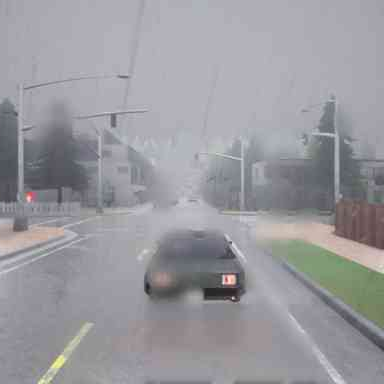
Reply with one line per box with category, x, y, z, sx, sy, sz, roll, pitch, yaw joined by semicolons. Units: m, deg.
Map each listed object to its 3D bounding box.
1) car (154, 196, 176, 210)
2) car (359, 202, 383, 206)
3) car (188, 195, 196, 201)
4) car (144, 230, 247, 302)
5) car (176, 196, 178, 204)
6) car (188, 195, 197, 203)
car;-3.572;1.352;41.988;2.097;1.767;4.553;0;0;0
car;15.317;1.582;29.258;4.718;1.301;1.895;0;0;-8
car;0.051;1.478;81.469;1.882;1.535;5.008;0;0;0
car;0.073;1.601;8.202;1.895;1.301;4.718;0;0;0
car;-3.561;1.526;52.222;1.812;1.442;4.674;0;0;0
car;0.047;1.595;71.433;1.895;1.301;4.718;0;0;0
